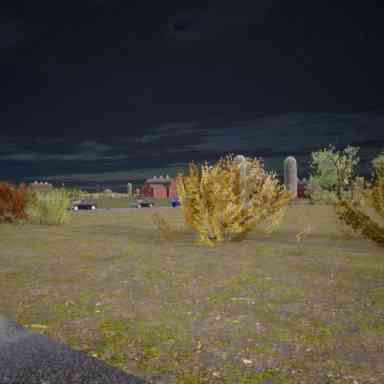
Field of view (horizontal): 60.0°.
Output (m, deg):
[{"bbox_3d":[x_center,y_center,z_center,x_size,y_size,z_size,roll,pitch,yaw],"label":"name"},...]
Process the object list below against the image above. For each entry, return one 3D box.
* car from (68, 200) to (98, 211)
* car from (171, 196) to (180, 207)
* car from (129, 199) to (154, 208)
[{"bbox_3d":[-15.726,1.885,47.200,1.837,1.490,4.892,-1,-1,36],"label":"car"},{"bbox_3d":[-1.455,1.753,60.813,2.150,2.045,5.566,-1,-1,36],"label":"car"},{"bbox_3d":[-8.639,2.017,57.016,1.837,1.490,4.892,-1,-1,36],"label":"car"}]
